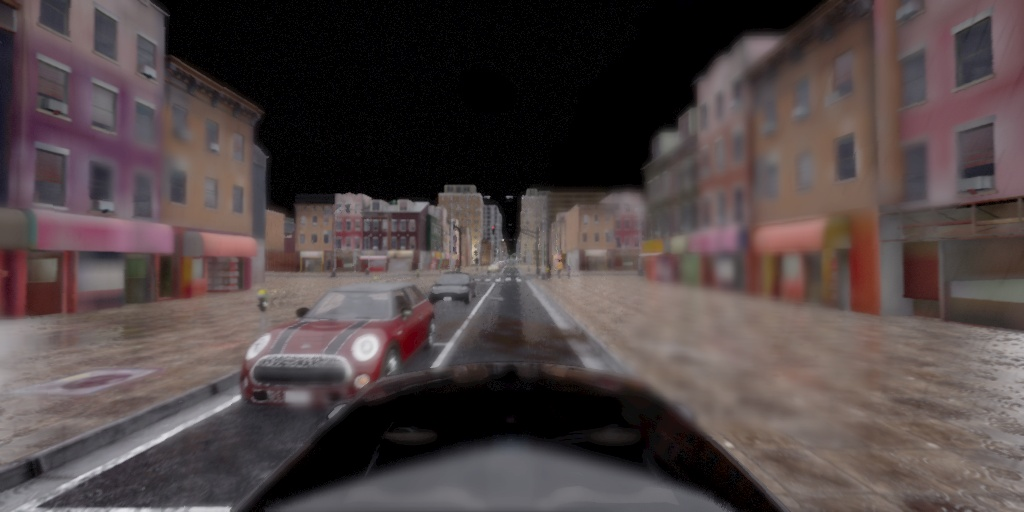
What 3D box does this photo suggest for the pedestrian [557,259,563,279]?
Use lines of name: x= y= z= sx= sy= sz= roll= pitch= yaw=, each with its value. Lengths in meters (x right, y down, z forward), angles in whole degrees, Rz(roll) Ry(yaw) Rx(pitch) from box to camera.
pedestrian: x=4.489 y=1.226 z=33.490 sx=0.375 sy=1.860 sz=0.375 roll=0 pitch=-1 yaw=0

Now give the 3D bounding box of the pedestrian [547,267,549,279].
pedestrian: x=3.483 y=1.624 z=34.682 sx=0.500 sy=1.100 sz=0.500 roll=0 pitch=-1 yaw=0

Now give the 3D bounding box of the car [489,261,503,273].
car: x=-2.673 y=1.879 z=54.764 sx=1.751 sy=1.417 sz=4.829 roll=0 pitch=0 yaw=0

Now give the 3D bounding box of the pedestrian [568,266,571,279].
pedestrian: x=5.488 y=1.489 z=34.086 sx=0.375 sy=1.300 sz=0.375 roll=0 pitch=-1 yaw=0

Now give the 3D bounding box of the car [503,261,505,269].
car: x=-2.677 y=1.971 z=60.538 sx=1.888 sy=1.381 sz=4.507 roll=0 pitch=0 yaw=0

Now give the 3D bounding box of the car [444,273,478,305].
car: x=-2.648 y=1.477 z=17.167 sx=1.948 sy=1.339 sz=4.313 roll=0 pitch=0 yaw=0

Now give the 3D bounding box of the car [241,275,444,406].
car: x=-2.640 y=1.238 z=6.408 sx=1.967 sy=1.591 sz=4.097 roll=0 pitch=0 yaw=0
